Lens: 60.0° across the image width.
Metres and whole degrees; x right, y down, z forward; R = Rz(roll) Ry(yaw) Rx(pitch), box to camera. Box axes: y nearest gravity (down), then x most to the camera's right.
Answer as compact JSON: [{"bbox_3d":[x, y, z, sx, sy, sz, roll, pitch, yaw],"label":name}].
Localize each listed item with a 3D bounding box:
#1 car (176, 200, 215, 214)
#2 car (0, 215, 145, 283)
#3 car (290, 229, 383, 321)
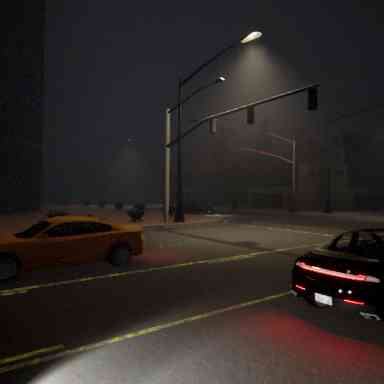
[{"bbox_3d":[0.243,1.624,36.043,2.033,1.411,5.357,1,-1,-35],"label":"car"},{"bbox_3d":[-3.843,1.482,9.856,5.008,1.535,1.882,0,0,-36],"label":"car"},{"bbox_3d":[4.080,1.503,6.715,4.902,1.511,2.128,0,0,-35],"label":"car"}]
